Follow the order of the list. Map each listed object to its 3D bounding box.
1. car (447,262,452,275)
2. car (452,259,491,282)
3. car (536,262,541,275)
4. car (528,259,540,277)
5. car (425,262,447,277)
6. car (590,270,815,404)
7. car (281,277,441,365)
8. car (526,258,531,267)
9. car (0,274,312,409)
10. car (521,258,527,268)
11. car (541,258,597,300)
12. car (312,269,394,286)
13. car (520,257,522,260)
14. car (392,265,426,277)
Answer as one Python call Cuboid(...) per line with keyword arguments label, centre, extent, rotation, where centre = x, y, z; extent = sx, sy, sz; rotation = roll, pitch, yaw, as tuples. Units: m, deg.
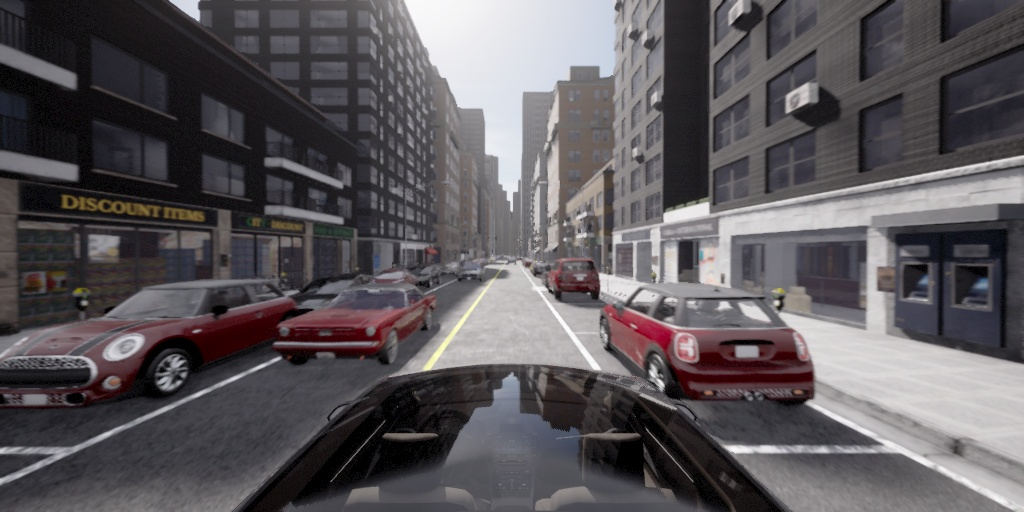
Cuboid(label="car", centre=(-5.676, 1.213, 33.914), extent=(2.007, 1.370, 4.403), rotation=(0, 0, 0))
Cuboid(label="car", centre=(-3.042, 1.226, 28.120), extent=(2.033, 1.411, 5.357), rotation=(0, 0, 1))
Cuboid(label="car", centre=(2.852, 1.258, 22.871), extent=(1.948, 1.339, 4.313), rotation=(0, 0, 0))
Cuboid(label="car", centre=(2.850, 1.229, 33.930), extent=(1.948, 1.339, 4.313), rotation=(0, 0, 0))
Cuboid(label="car", centre=(-5.674, 1.257, 22.853), extent=(1.948, 1.339, 4.313), rotation=(0, 0, 0))
Cuboid(label="car", centre=(2.855, 1.177, 6.284), extent=(1.967, 1.591, 4.097), rotation=(0, 0, 0))
Cuboid(label="car", centre=(-3.083, 1.332, 8.131), extent=(1.895, 1.301, 4.718), rotation=(0, 0, 0))
Cuboid(label="car", centre=(2.849, 1.173, 39.629), extent=(1.751, 1.417, 4.829), rotation=(0, 0, 0))
Cuboid(label="car", centre=(-5.670, 1.176, 6.261), extent=(1.967, 1.591, 4.097), rotation=(0, 0, 0))
Cuboid(label="car", centre=(2.845, 1.147, 56.047), extent=(1.888, 1.381, 4.507), rotation=(0, 0, 0))
Cuboid(label="car", centre=(2.853, 1.022, 17.342), extent=(2.192, 1.841, 5.009), rotation=(0, 0, 0))
Cuboid(label="car", centre=(-5.672, 1.287, 11.791), extent=(1.948, 1.339, 4.313), rotation=(0, 0, 0))
Cuboid(label="car", centre=(2.844, 1.136, 61.576), extent=(2.007, 1.370, 4.403), rotation=(0, 0, 0))
Cuboid(label="car", centre=(-5.672, 1.288, 17.322), extent=(1.802, 1.307, 4.207), rotation=(0, 0, 0))
